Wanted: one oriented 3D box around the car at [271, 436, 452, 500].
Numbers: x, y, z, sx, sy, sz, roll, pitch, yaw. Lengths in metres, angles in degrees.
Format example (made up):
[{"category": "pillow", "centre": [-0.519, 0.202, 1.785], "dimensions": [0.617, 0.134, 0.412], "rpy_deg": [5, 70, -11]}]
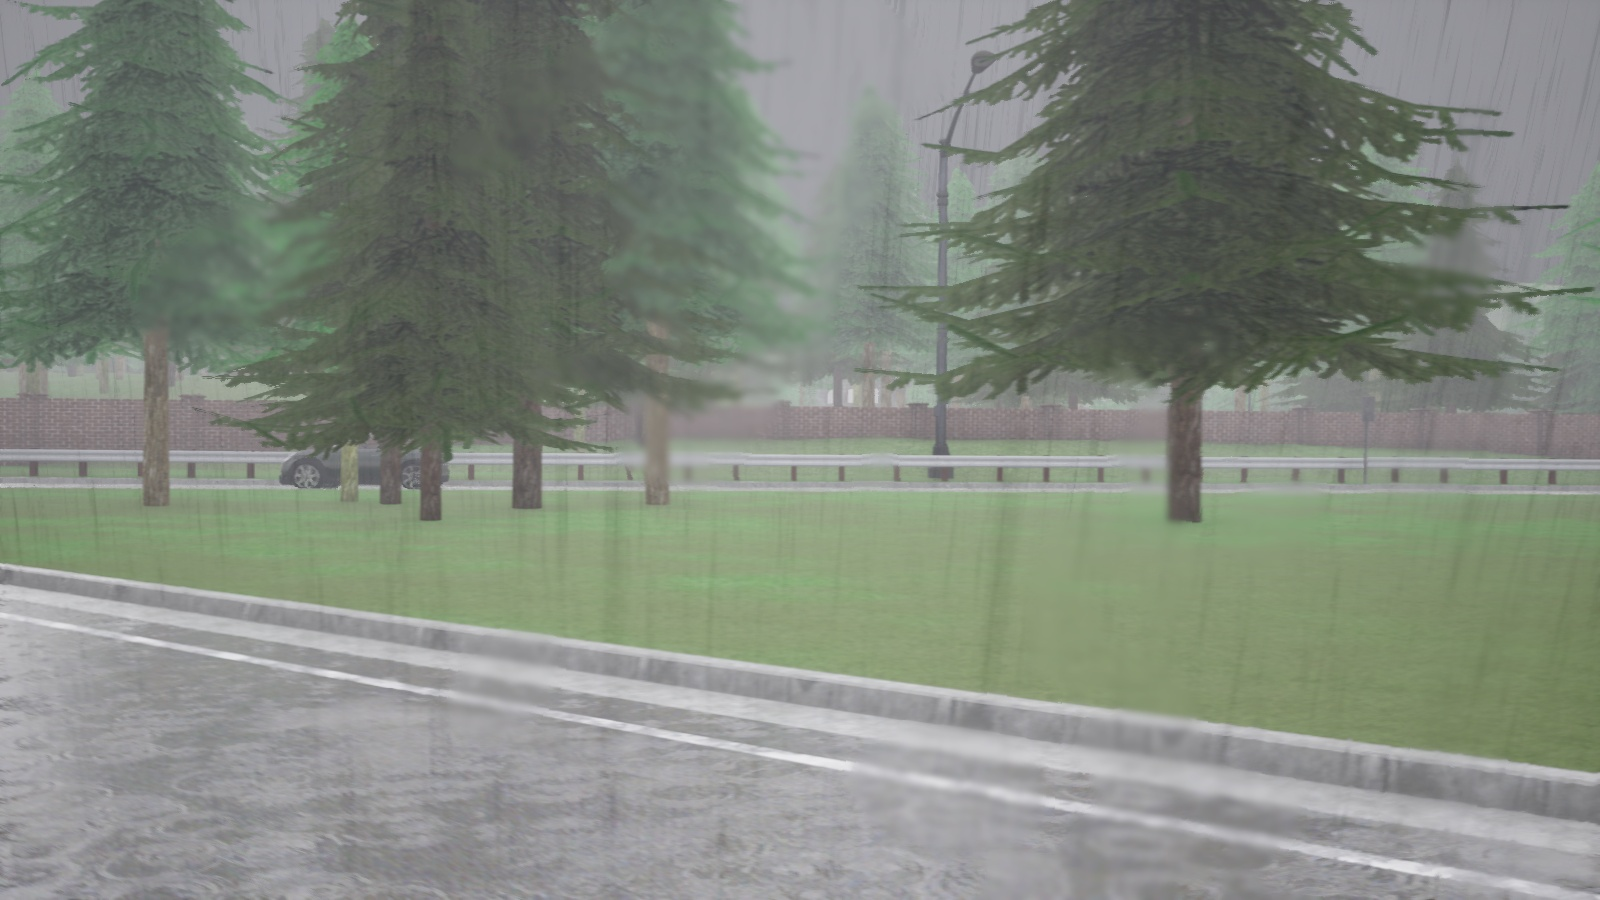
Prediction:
[{"category": "car", "centre": [-10.753, 0.419, 31.009], "dimensions": [3.806, 1.475, 1.970], "rpy_deg": [-1, 1, -4]}]
